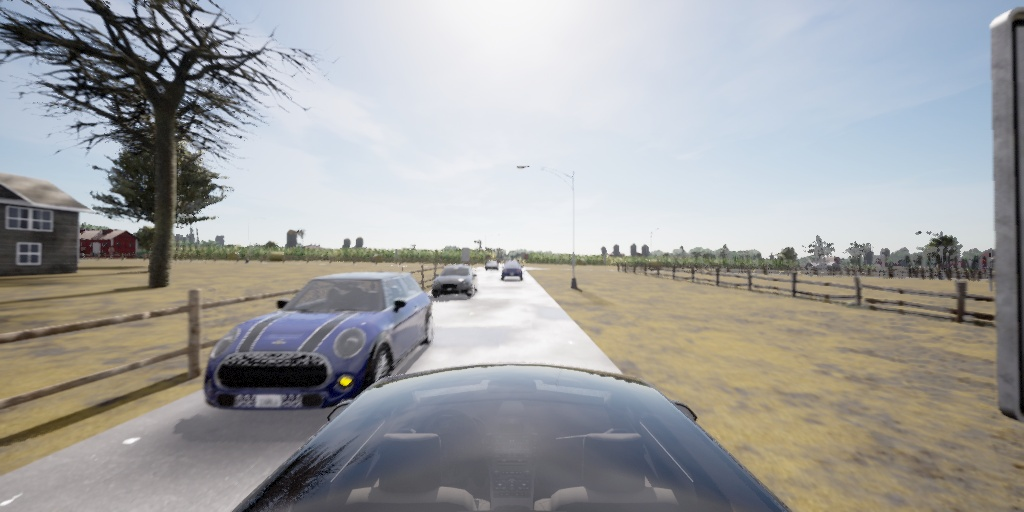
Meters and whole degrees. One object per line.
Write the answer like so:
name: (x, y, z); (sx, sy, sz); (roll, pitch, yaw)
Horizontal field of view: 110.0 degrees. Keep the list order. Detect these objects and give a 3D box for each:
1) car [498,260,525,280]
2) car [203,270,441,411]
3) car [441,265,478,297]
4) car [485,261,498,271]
car: (0.017, 1.271, 31.086); (1.812, 1.442, 4.674); (0, 0, 0)
car: (-2.848, 1.097, 6.437); (2.097, 1.767, 4.553); (0, 0, 0)
car: (-2.841, 1.245, 18.763); (1.837, 1.490, 4.892); (0, 0, 0)
car: (-2.743, 1.365, 50.544); (2.033, 1.411, 5.357); (0, 0, 0)
